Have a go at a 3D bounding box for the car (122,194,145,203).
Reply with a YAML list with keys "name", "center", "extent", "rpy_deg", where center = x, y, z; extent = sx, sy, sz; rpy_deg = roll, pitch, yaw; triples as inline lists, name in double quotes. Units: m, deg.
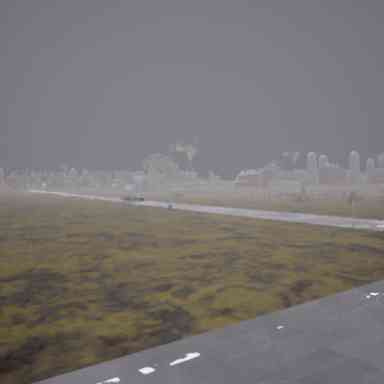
- name: "car"
  center: [-9.191, 0.949, 51.974]
  extent: [1.895, 1.301, 4.718]
  rpy_deg: [-1, 2, -35]
